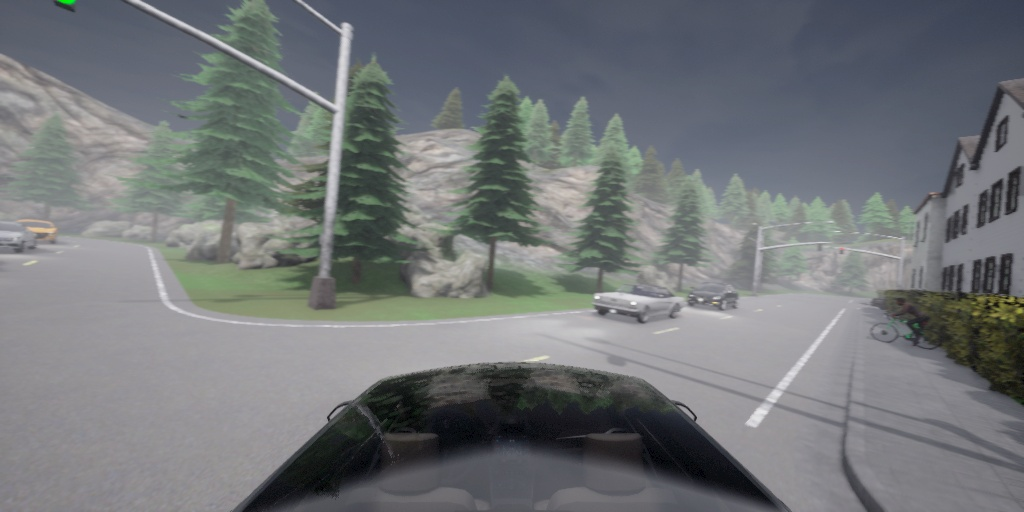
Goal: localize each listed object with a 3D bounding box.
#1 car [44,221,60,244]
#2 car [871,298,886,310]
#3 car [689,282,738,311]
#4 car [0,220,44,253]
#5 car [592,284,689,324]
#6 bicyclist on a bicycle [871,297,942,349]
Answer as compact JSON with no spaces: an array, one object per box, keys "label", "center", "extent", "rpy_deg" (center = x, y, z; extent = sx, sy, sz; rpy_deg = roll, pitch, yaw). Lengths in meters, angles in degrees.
[{"label":"car","center":[-32.766,-1.733,24.646],"extent":[5.008,1.535,1.882],"rpy_deg":[5,0,37]},{"label":"car","center":[37.502,4.675,34.166],"extent":[4.674,1.442,1.812],"rpy_deg":[5,-1,28]},{"label":"car","center":[12.241,2.359,21.705],"extent":[1.837,1.490,4.892],"rpy_deg":[5,0,45]},{"label":"car","center":[-25.289,-1.009,17.735],"extent":[4.674,1.442,1.812],"rpy_deg":[5,0,44]},{"label":"car","center":[5.201,1.815,14.507],"extent":[1.895,1.301,4.718],"rpy_deg":[5,0,44]},{"label":"bicyclist on a bicycle","center":[13.444,2.260,12.241],"extent":[1.656,1.620,0.582],"rpy_deg":[5,0,44]}]
